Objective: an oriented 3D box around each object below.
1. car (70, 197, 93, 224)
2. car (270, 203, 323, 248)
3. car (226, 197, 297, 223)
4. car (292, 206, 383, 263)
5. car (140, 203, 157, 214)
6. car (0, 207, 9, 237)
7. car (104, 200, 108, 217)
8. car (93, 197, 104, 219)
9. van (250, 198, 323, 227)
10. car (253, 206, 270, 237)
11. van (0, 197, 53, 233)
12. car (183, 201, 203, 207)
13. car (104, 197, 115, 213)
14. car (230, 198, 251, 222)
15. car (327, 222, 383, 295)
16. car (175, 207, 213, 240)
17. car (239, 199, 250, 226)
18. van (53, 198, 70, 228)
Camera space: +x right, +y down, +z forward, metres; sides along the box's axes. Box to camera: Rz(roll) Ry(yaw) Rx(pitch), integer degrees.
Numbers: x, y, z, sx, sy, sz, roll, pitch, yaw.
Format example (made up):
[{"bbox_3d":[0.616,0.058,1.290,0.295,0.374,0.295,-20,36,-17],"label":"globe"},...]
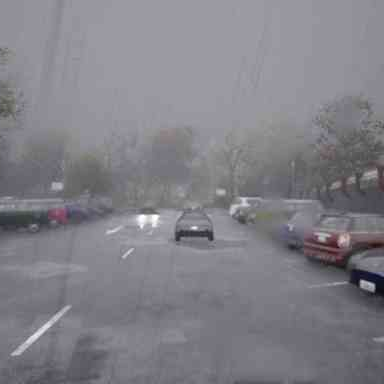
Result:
[{"bbox_3d":[-10.955,1.496,26.182,5.566,2.045,2.435,-1,-1,-20],"label":"car"},{"bbox_3d":[5.922,1.500,13.822,4.553,1.767,2.185,1,-1,-20],"label":"car"},{"bbox_3d":[5.998,1.523,28.952,5.566,2.045,2.435,1,-1,-20],"label":"car"},{"bbox_3d":[5.928,1.470,10.793,4.553,1.767,2.185,1,-1,-20],"label":"car"},{"bbox_3d":[-5.274,2.002,40.652,1.895,1.301,4.718,0,-1,-3],"label":"car"},{"bbox_3d":[-10.986,1.633,14.336,4.892,1.521,2.231,-1,0,-20],"label":"car"},{"bbox_3d":[-10.951,1.834,32.105,4.792,1.488,2.163,-1,-1,-20],"label":"car"},{"bbox_3d":[-10.950,1.525,29.141,5.566,2.045,2.435,-1,-1,-20],"label":"car"},{"bbox_3d":[6.076,1.462,19.910,4.442,1.987,1.878,1,-1,-20],"label":"van"},{"bbox_3d":[5.969,1.657,16.841,4.892,1.521,2.231,1,0,-20],"label":"car"},{"bbox_3d":[-11.093,1.465,20.205,4.442,1.987,1.878,-1,0,-20],"label":"van"},{"bbox_3d":[0.110,1.704,35.583,2.097,1.767,4.553,0,-1,-1],"label":"car"},{"bbox_3d":[-10.989,1.583,35.025,5.566,2.045,2.435,-1,0,-20],"label":"car"},{"bbox_3d":[5.954,1.493,25.892,5.566,2.045,2.435,1,0,-20],"label":"car"},{"bbox_3d":[5.922,1.595,7.767,4.792,1.488,2.163,1,0,-20],"label":"car"},{"bbox_3d":[0.118,1.747,18.259,1.994,1.385,4.181,0,-1,0],"label":"car"},{"bbox_3d":[6.003,1.590,22.892,4.553,1.767,2.185,1,0,-20],"label":"car"},{"bbox_3d":[-11.089,1.494,23.164,4.442,1.987,1.878,-1,0,-20],"label":"van"}]
